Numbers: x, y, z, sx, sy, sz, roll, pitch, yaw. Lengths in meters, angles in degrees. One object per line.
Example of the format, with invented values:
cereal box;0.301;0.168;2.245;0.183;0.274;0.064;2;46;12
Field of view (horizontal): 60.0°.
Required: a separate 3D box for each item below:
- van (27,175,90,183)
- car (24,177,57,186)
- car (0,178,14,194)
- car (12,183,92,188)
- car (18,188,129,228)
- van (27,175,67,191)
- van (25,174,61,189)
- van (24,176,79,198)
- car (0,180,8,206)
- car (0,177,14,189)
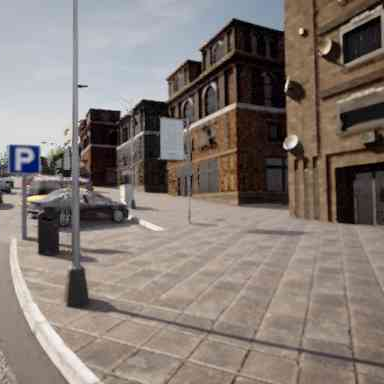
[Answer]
van;-9.337;0.027;24.379;1.878;1.987;4.442;4;3;43
car;-27.194;-1.902;59.633;2.231;1.521;4.892;4;3;43
car;-20.953;-0.550;36.329;1.994;1.385;4.181;0;3;-27
car;-8.186;0.417;21.447;1.946;1.575;5.366;5;4;43
car;-5.340;0.752;16.146;2.231;1.521;4.892;4;3;43
van;-18.891;-1.135;43.405;1.878;1.987;4.442;4;3;43
van;-21.774;-1.466;48.665;1.878;1.987;4.442;5;4;43
van;-13.586;-0.470;32.357;1.878;1.987;4.442;5;4;43
car;-14.558;0.153;23.629;2.128;1.511;4.902;0;3;-27
car;-26.882;-1.357;48.111;1.882;1.535;5.008;0;3;-27
